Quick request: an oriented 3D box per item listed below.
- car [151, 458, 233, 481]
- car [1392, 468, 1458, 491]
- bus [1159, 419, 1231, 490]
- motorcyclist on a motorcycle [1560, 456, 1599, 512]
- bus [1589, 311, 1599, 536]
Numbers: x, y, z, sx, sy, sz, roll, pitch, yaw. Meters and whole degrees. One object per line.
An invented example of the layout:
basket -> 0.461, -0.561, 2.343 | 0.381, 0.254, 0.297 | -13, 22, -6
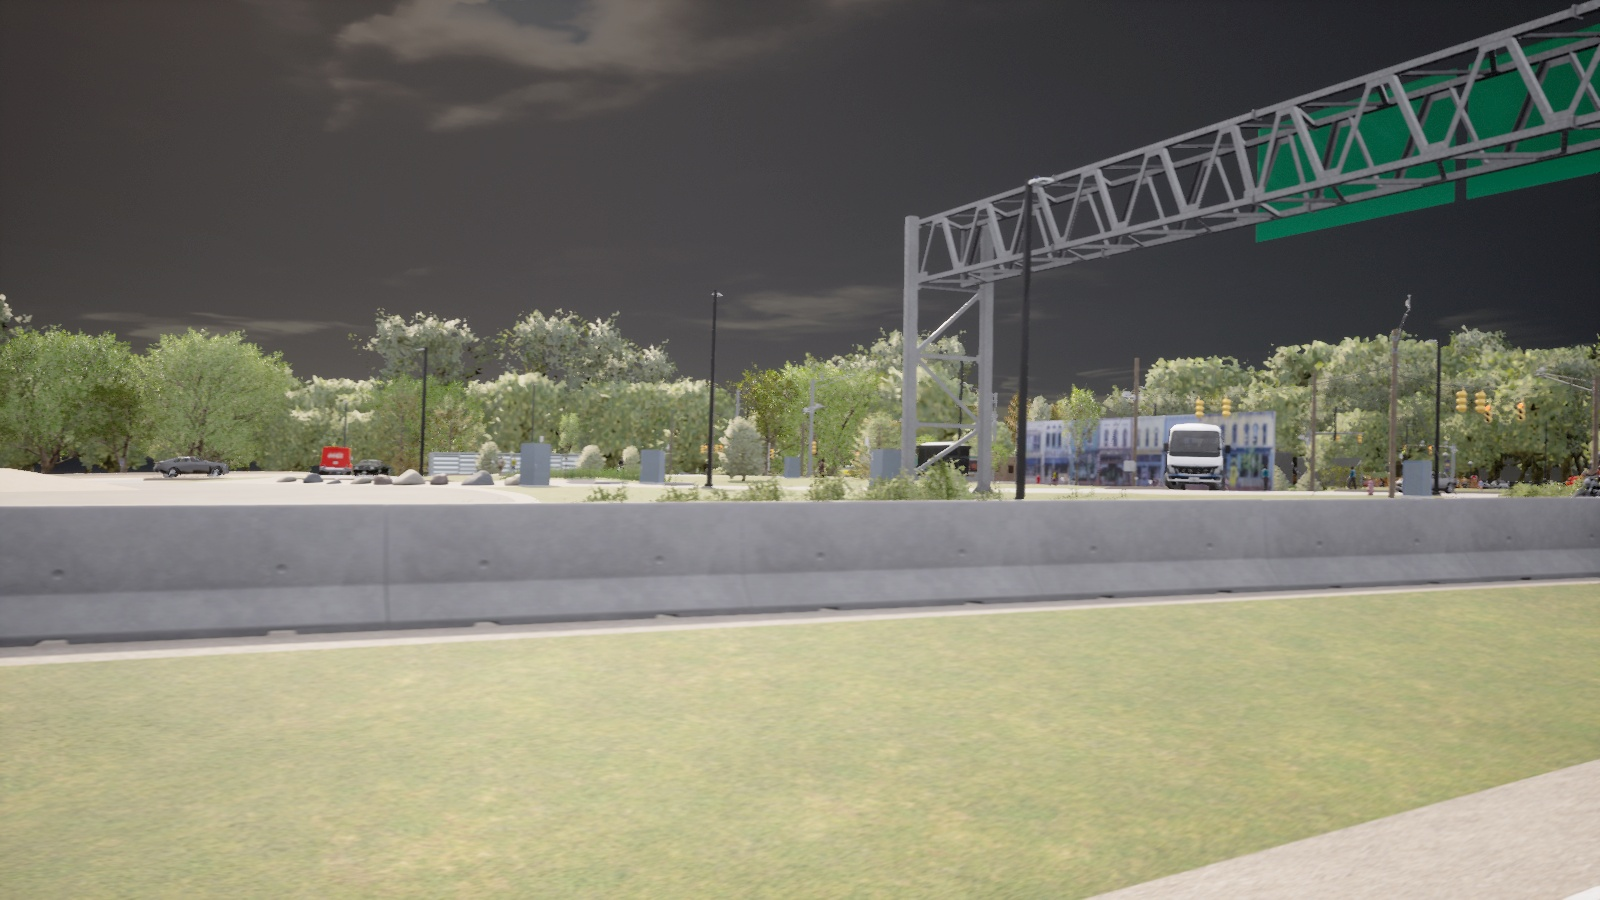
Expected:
car -> -43.269, 1.345, 89.431 | 4.902, 1.511, 2.128 | -1, 1, -39
car -> 42.686, 2.007, 85.802 | 3.806, 1.475, 1.970 | 1, -1, -22
bus -> 25.721, 0.408, 81.398 | 3.944, 4.253, 10.273 | 1, -2, 20
motorcyclist on a motorcycle -> 23.993, 1.023, 37.800 | 2.350, 1.649, 0.766 | 0, -1, -26
bus -> 20.503, -0.473, 24.399 | 10.273, 4.253, 3.944 | 1, -1, -26
